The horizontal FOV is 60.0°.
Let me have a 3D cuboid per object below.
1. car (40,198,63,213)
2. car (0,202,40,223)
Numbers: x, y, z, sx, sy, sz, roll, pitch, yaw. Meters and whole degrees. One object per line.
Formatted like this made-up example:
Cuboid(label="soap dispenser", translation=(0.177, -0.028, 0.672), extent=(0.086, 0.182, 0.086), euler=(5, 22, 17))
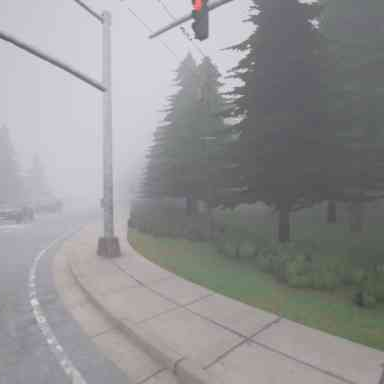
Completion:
Cuboid(label="car", translation=(-15.226, 1.434, 35.582), extent=(1.882, 1.535, 5.008), euler=(-1, 0, -10))
Cuboid(label="car", translation=(-13.415, 1.518, 25.246), extent=(1.812, 1.442, 4.674), euler=(-1, 0, -9))
